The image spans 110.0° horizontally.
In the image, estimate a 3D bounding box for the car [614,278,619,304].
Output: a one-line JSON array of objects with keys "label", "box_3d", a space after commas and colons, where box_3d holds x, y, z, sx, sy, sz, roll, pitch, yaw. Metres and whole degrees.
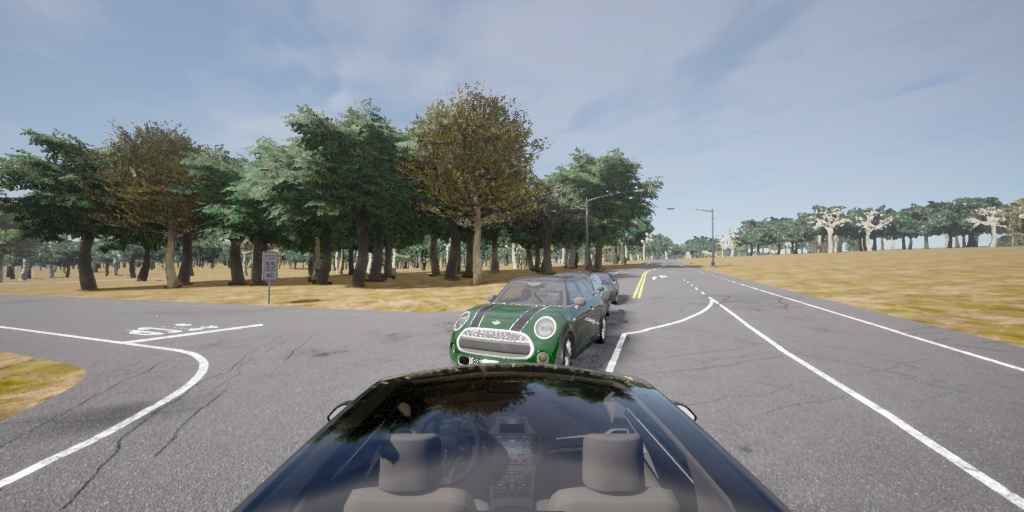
[{"label": "car", "box_3d": [4.236, 1.508, 17.800, 1.994, 1.385, 4.181, -1, 0, 19]}]

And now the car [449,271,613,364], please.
[{"label": "car", "box_3d": [0.627, 1.217, 7.763, 2.097, 1.767, 4.553, -1, -2, 26]}]
